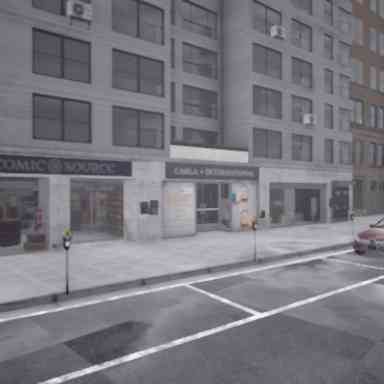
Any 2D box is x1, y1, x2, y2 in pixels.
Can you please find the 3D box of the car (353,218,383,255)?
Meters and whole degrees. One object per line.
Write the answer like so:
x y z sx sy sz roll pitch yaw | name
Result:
7.457 1.524 11.847 4.206 1.307 1.802 0 0 -35 | car
